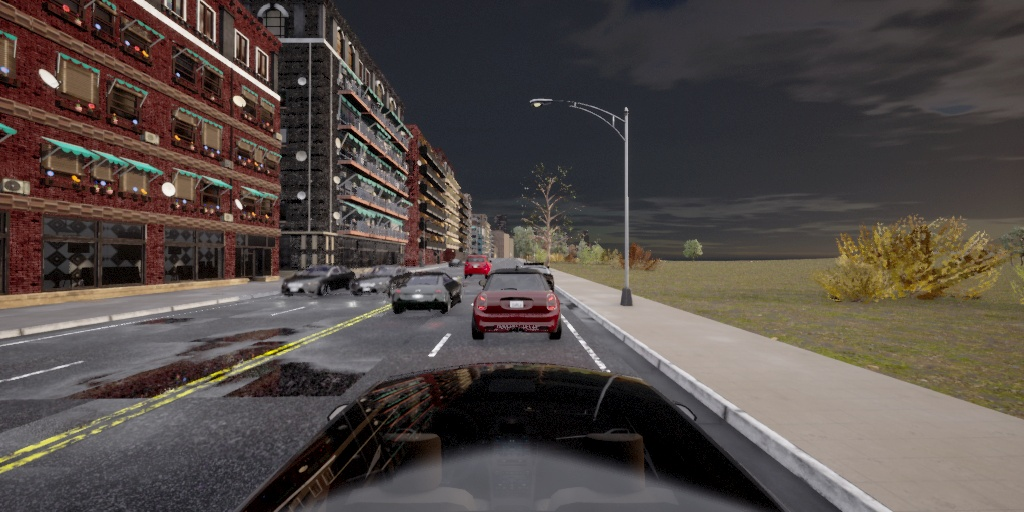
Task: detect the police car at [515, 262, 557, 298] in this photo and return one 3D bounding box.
[{"bbox_3d":[1.173,1.177,19.656,1.930,1.638,5.238,0,0,0],"label":"police car"}]

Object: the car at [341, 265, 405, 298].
[{"bbox_3d":[-6.565,1.243,18.645,2.128,1.511,4.902,0,0,0],"label":"car"}]

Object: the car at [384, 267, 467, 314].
[{"bbox_3d":[-3.126,1.315,13.895,1.994,1.385,4.181,0,0,0],"label":"car"}]

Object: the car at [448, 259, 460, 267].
[{"bbox_3d":[-9.695,1.227,61.529,1.882,1.535,5.008,0,0,0],"label":"car"}]

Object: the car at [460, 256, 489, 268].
[{"bbox_3d":[-3.086,0.975,33.097,2.150,2.045,5.566,0,0,0],"label":"car"}]

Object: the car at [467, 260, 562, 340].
[{"bbox_3d":[0.112,1.103,10.161,2.097,1.767,4.553,0,0,0],"label":"car"}]

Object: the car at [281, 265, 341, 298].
[{"bbox_3d":[-9.816,1.243,18.631,2.128,1.511,4.902,0,0,0],"label":"car"}]
